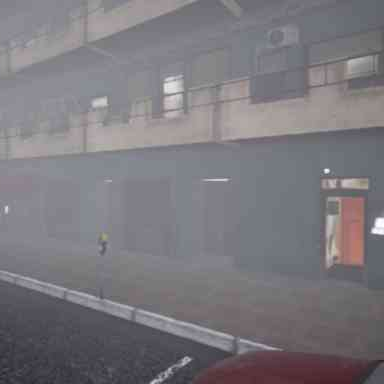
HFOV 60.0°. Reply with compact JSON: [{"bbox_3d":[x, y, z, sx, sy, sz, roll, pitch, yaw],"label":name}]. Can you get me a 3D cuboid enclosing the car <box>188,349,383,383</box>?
[{"bbox_3d":[1.736,1.583,1.625,4.206,1.307,1.802,0,1,36],"label":"car"}]
